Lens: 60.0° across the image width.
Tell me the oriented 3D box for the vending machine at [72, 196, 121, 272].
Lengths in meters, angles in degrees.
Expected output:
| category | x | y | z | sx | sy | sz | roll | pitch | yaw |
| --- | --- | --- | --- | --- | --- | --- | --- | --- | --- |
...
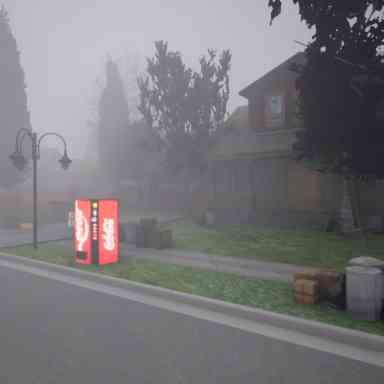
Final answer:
| category | x | y | z | sx | sy | sz | roll | pitch | yaw |
| --- | --- | --- | --- | --- | --- | --- | --- | --- | --- |
| vending machine | -2.889 | 1.196 | 10.100 | 0.880 | 2.100 | 1.100 | 0 | 0 | 36 |
